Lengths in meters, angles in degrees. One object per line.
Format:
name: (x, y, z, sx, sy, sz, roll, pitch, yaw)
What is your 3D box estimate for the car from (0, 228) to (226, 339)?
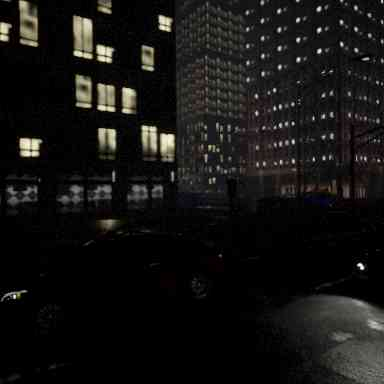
car: (-1.402, 1.501, 6.664, 4.674, 1.442, 1.812, 0, 0, -35)

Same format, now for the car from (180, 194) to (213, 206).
car: (0.489, 1.084, 45.728, 2.128, 1.511, 4.902, -1, 1, -34)

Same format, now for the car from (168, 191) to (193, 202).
car: (-2.134, 0.742, 59.899, 2.192, 1.841, 5.009, -1, 1, -34)

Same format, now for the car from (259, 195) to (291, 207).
car: (10.313, 1.085, 41.573, 1.887, 1.381, 4.507, -1, 1, -34)

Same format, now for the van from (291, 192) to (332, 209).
van: (13.492, 0.908, 37.037, 1.690, 1.788, 3.998, -1, 1, -34)

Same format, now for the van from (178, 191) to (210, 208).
van: (0.249, 0.996, 41.442, 1.690, 1.788, 3.998, -1, 1, -34)

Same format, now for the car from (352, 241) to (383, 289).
car: (6.061, 1.462, 7.961, 5.357, 1.411, 2.033, -1, 0, -35)
